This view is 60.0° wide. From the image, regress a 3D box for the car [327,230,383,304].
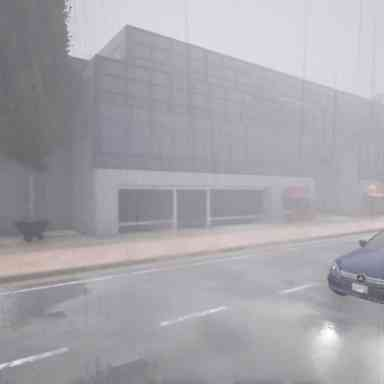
[{"bbox_3d":[5.023,1.525,7.504,4.674,1.442,1.812,0,0,-35],"label":"car"}]
